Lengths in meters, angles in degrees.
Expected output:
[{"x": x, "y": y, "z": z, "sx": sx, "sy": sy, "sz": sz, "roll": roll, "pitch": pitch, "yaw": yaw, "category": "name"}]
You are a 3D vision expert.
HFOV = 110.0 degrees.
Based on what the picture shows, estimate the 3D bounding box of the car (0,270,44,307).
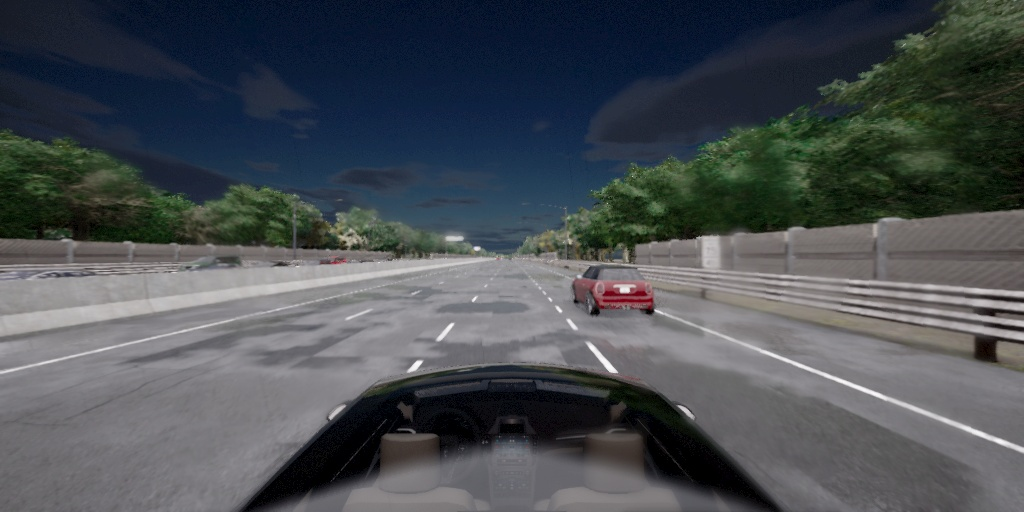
[{"x": -21.091, "y": 1.303, "z": 12.702, "sx": 2.033, "sy": 1.411, "sz": 5.357, "roll": 0, "pitch": 0, "yaw": 0, "category": "car"}]

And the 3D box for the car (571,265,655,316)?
[{"x": 3.591, "y": 1.102, "z": 13.583, "sx": 2.097, "sy": 1.767, "sz": 4.553, "roll": 0, "pitch": 0, "yaw": -1, "category": "car"}]

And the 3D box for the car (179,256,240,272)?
[{"x": -28.074, "y": 0.985, "z": 33.798, "sx": 2.150, "sy": 2.045, "sz": 5.566, "roll": 0, "pitch": 0, "yaw": 0, "category": "car"}]

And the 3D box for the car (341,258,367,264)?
[{"x": -21.084, "y": 1.335, "z": 49.113, "sx": 1.837, "sy": 1.490, "sz": 4.892, "roll": 0, "pitch": 0, "yaw": 0, "category": "car"}]

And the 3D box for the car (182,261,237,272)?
[{"x": -24.592, "y": 1.361, "z": 30.310, "sx": 1.895, "sy": 1.301, "sz": 4.718, "roll": 0, "pitch": 0, "yaw": 0, "category": "car"}]

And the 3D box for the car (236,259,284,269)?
[{"x": -21.095, "y": 1.266, "z": 31.328, "sx": 1.837, "sy": 1.490, "sz": 4.892, "roll": 0, "pitch": 0, "yaw": 0, "category": "car"}]

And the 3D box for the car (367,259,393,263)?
[{"x": -17.584, "y": 1.175, "z": 49.160, "sx": 2.097, "sy": 1.767, "sz": 4.553, "roll": 0, "pitch": 0, "yaw": 0, "category": "car"}]

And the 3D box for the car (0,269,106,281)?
[{"x": -17.590, "y": 1.247, "z": 13.176, "sx": 2.128, "sy": 1.511, "sz": 4.902, "roll": 0, "pitch": 0, "yaw": 0, "category": "car"}]

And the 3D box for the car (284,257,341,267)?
[{"x": -17.595, "y": 1.111, "z": 31.894, "sx": 2.097, "sy": 1.767, "sz": 4.553, "roll": 0, "pitch": 0, "yaw": 0, "category": "car"}]

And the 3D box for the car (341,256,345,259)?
[{"x": -24.584, "y": 1.088, "z": 49.068, "sx": 2.150, "sy": 2.045, "sz": 5.566, "roll": 0, "pitch": 0, "yaw": 0, "category": "car"}]
